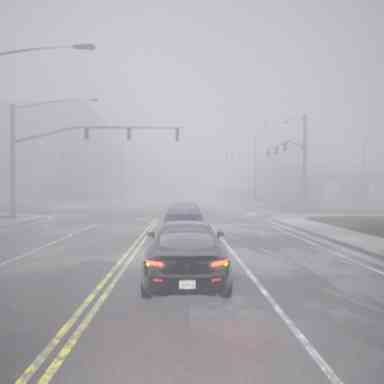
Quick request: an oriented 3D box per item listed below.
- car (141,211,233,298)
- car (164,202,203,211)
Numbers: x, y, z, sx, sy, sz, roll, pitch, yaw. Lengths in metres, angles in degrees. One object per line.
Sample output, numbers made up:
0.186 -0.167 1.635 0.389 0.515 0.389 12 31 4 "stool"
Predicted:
-0.145 1.424 8.106 1.812 1.442 4.674 0 1 -2 "car"
-0.429 1.264 17.154 1.882 1.535 5.008 0 1 -2 "car"
